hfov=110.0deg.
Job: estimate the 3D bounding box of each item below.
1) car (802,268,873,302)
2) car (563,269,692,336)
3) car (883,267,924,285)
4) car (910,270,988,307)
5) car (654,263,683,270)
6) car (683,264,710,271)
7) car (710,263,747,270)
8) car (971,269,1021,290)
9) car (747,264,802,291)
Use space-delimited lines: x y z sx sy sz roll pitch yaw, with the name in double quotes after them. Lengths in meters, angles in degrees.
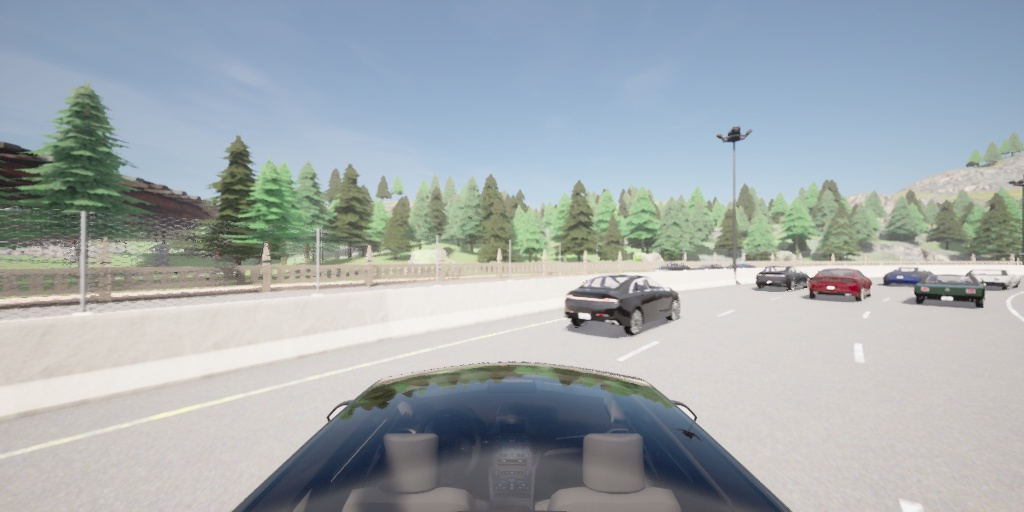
16.716 1.356 18.202 5.008 1.535 1.882 1 -1 -39 "car"
3.468 1.307 10.788 2.128 1.511 4.902 0 -1 43 "car"
29.456 1.510 26.515 4.181 1.385 1.994 0 0 -28 "car"
19.635 1.466 16.076 4.718 1.301 1.895 0 -1 -38 "car"
17.883 1.524 40.320 4.902 1.511 2.128 0 -1 -31 "car"
21.058 1.567 38.155 5.357 1.411 2.033 0 0 -29 "car"
21.683 1.472 34.450 5.008 1.535 1.882 1 -1 -30 "car"
31.905 1.531 23.884 4.718 1.301 1.895 0 0 -28 "car"
17.580 1.405 23.198 4.902 1.511 2.128 0 -1 -36 "car"
